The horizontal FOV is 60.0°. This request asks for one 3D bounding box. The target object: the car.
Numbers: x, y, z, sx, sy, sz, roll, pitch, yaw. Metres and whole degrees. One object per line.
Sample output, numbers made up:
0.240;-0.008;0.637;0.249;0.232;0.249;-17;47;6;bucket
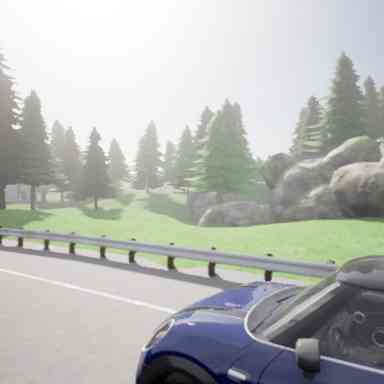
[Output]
1.670;1.346;2.685;4.553;1.767;2.097;0;0;35;car
